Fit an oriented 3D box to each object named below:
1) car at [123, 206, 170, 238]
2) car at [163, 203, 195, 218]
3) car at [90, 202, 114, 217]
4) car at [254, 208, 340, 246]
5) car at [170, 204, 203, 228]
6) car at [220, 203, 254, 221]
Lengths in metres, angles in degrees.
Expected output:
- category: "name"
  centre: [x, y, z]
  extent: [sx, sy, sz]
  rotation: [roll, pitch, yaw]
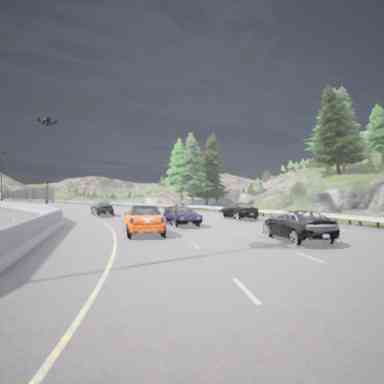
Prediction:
- category: "car"
  centre: [-2.841, 1.557, 19.242]
  extent: [2.097, 1.767, 4.553]
  rotation: [0, -1, -14]
- category: "car"
  centre: [-1.486, 1.928, 35.672]
  extent: [1.994, 1.385, 4.181]
  rotation: [0, -1, -25]
- category: "car"
  centre: [-10.116, 1.919, 37.234]
  extent: [1.837, 1.490, 4.892]
  rotation: [1, -1, -29]
- category: "car"
  centre: [5.077, 1.633, 16.113]
  extent: [2.128, 1.511, 4.902]
  rotation: [0, -1, -11]
- category: "car"
  centre: [-0.827, 1.854, 24.860]
  extent: [1.895, 1.301, 4.718]
  rotation: [0, -1, -18]
- category: "car"
  centre: [4.312, 1.772, 31.077]
  extent: [1.882, 1.535, 5.008]
  rotation: [0, -1, -21]
